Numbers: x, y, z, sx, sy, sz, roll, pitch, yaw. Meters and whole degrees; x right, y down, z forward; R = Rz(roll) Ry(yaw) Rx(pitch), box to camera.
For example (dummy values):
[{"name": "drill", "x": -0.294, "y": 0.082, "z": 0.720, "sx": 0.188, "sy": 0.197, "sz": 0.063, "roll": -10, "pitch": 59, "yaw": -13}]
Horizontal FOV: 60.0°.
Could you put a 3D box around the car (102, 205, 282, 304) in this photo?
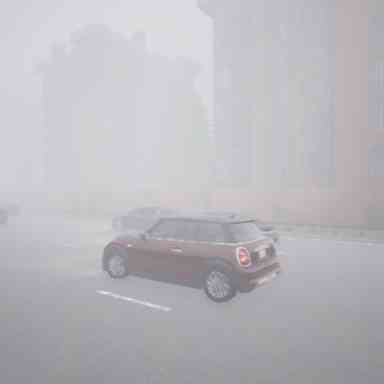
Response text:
[{"name": "car", "x": -0.188, "y": 1.352, "z": 8.426, "sx": 4.553, "sy": 1.767, "sz": 2.097, "roll": 0, "pitch": 0, "yaw": 36}]

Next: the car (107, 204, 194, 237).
[{"name": "car", "x": -2.412, "y": 1.505, "z": 18.621, "sx": 4.892, "sy": 1.490, "sz": 1.837, "roll": 0, "pitch": 0, "yaw": 36}]

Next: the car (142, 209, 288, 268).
[{"name": "car", "x": 0.717, "y": 1.492, "z": 12.084, "sx": 4.902, "sy": 1.511, "sz": 2.128, "roll": 0, "pitch": 0, "yaw": 36}]

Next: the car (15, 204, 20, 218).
[{"name": "car", "x": -16.938, "y": 1.490, "z": 28.996, "sx": 4.902, "sy": 1.511, "sz": 2.128, "roll": 0, "pitch": 0, "yaw": 36}]

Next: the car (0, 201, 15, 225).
[{"name": "car", "x": -14.630, "y": 1.506, "z": 23.045, "sx": 4.892, "sy": 1.490, "sz": 1.837, "roll": 0, "pitch": 0, "yaw": 36}]
